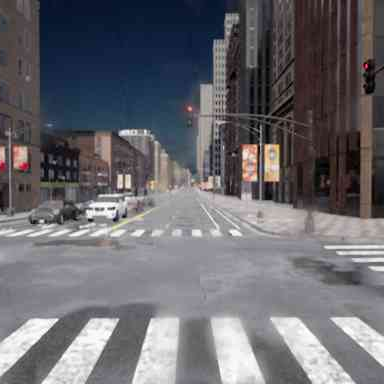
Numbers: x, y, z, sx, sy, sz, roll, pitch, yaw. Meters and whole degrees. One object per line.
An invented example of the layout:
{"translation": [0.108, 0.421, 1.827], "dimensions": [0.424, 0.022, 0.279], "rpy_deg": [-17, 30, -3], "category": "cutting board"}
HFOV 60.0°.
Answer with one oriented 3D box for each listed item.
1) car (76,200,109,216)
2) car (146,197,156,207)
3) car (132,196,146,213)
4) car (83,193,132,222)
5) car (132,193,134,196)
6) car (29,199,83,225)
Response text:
{"translation": [-9.814, 1.541, 33.120], "dimensions": [1.994, 1.385, 4.181], "rpy_deg": [0, 0, 1], "category": "car"}
{"translation": [-6.544, 1.468, 49.603], "dimensions": [1.837, 1.490, 4.892], "rpy_deg": [0, 0, 0], "category": "car"}
{"translation": [-6.568, 1.500, 36.693], "dimensions": [1.812, 1.442, 4.674], "rpy_deg": [0, 0, 0], "category": "car"}
{"translation": [-6.566, 1.203, 26.328], "dimensions": [2.150, 2.045, 5.566], "rpy_deg": [0, 0, 0], "category": "car"}
{"translation": [-9.799, 1.187, 49.137], "dimensions": [2.150, 2.045, 5.566], "rpy_deg": [0, 0, 0], "category": "car"}
{"translation": [-9.828, 1.334, 23.984], "dimensions": [2.097, 1.767, 4.553], "rpy_deg": [0, 0, 0], "category": "car"}
